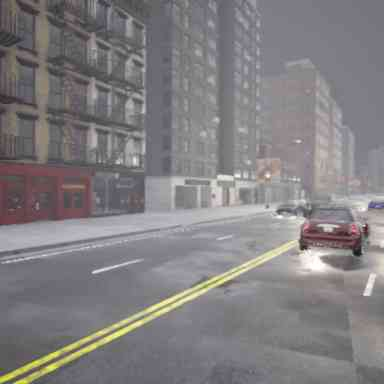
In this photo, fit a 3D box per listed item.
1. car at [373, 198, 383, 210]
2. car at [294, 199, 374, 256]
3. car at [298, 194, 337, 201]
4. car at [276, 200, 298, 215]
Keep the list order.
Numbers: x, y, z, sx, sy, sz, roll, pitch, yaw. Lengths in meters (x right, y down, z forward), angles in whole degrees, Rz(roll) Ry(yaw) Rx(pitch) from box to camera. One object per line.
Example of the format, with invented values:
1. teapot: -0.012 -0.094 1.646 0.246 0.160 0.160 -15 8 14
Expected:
1. car: 21.587 1.422 38.445 1.882 1.535 5.008 0 0 32
2. car: 5.876 1.326 13.383 2.097 1.767 4.553 0 0 32
3. car: 10.985 1.162 28.007 2.150 2.045 5.566 0 0 32
4. car: 9.747 1.468 32.149 2.033 1.411 5.357 0 0 32
